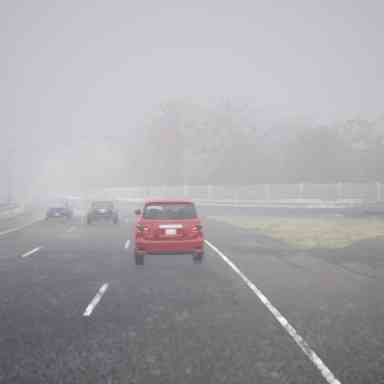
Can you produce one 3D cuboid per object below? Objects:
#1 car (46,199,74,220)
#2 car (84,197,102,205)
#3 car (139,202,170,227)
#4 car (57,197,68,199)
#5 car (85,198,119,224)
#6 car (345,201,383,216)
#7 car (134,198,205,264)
[{"bbox_3d":[-11.180,1.573,28.330,1.812,1.442,4.674,0,0,-15],"label":"car"},{"bbox_3d":[-17.835,1.679,60.068,1.895,1.301,4.718,0,0,-32],"label":"car"},{"bbox_3d":[-2.813,1.542,23.988,1.812,1.442,4.674,0,0,-12],"label":"car"},{"bbox_3d":[-29.504,1.719,75.534,1.895,1.301,4.718,0,0,-44],"label":"car"},{"bbox_3d":[-6.658,1.382,25.215,2.097,1.767,4.553,0,0,-12],"label":"car"},{"bbox_3d":[16.446,1.513,30.707,4.181,1.385,1.994,0,0,14],"label":"car"},{"bbox_3d":[-0.911,1.228,12.137,2.150,2.045,5.566,0,0,-7],"label":"car"}]
